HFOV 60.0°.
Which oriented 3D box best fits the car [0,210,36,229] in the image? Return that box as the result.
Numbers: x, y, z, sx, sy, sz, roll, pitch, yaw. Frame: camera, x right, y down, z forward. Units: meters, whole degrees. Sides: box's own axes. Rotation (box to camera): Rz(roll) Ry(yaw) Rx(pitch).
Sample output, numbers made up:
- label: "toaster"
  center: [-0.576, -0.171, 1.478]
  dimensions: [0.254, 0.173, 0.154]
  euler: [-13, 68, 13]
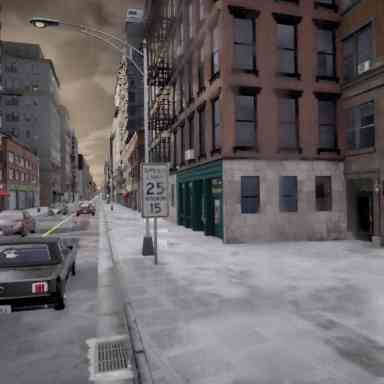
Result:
- label: "car"
  center: [-9.941, 1.765, 18.446]
  dimensions: [1.812, 1.442, 4.674]
  euler: [-1, 0, -15]

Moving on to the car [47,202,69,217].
- label: "car"
  center: [-15.297, 1.939, 38.118]
  dimensions: [2.128, 1.511, 4.902]
  euler: [-1, -1, -15]

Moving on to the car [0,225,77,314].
- label: "car"
  center: [-3.736, 1.677, 7.621]
  dimensions: [1.895, 1.301, 4.718]
  euler: [-1, 0, -15]

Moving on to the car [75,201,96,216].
- label: "car"
  center: [-11.852, 1.909, 37.194]
  dimensions: [1.812, 1.442, 4.674]
  euler: [-1, 0, -15]

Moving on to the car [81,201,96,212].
- label: "car"
  center: [-14.629, 2.032, 47.095]
  dimensions: [1.812, 1.442, 4.674]
  euler: [-1, -1, -15]
